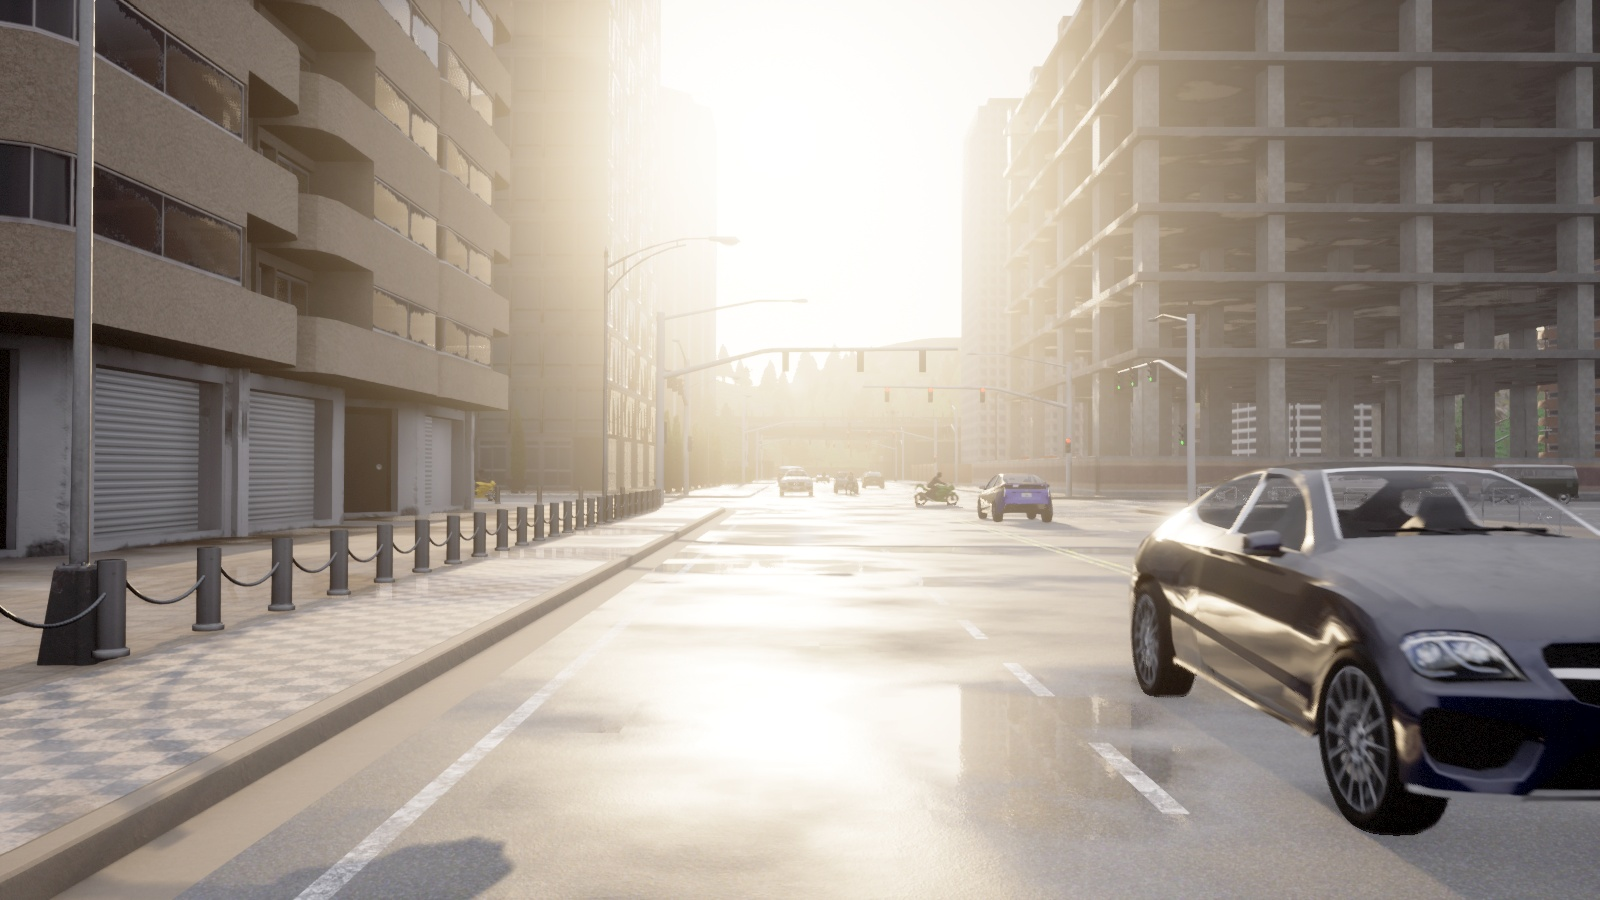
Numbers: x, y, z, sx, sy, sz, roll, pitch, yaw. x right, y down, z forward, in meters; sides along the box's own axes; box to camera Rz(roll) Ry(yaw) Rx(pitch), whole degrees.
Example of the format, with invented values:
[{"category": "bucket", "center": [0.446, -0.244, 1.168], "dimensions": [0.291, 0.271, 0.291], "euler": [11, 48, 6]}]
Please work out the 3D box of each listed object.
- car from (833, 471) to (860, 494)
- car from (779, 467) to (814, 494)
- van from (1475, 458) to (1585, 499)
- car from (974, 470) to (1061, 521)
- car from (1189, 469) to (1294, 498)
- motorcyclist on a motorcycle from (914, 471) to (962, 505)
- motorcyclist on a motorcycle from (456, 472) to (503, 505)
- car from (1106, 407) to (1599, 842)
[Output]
[{"category": "car", "center": [3.265, 2.267, 88.743], "dimensions": [1.789, 1.549, 3.705], "euler": [0, -1, 0]}, {"category": "car", "center": [-0.211, 1.928, 79.617], "dimensions": [2.152, 1.651, 5.027], "euler": [0, -1, 0]}, {"category": "van", "center": [36.441, 1.418, 62.785], "dimensions": [4.442, 1.987, 1.775], "euler": [0, -1, 0]}, {"category": "car", "center": [6.893, 1.409, 40.286], "dimensions": [2.007, 1.525, 4.514], "euler": [0, -1, 0]}, {"category": "car", "center": [23.227, 1.780, 66.199], "dimensions": [4.892, 1.490, 1.837], "euler": [0, -1, 0]}, {"category": "motorcyclist on a motorcycle", "center": [6.086, 1.674, 55.484], "dimensions": [2.044, 1.523, 0.797], "euler": [0, -1, -1]}, {"category": "motorcyclist on a motorcycle", "center": [-14.942, 1.783, 58.592], "dimensions": [2.044, 1.523, 0.797], "euler": [0, -1, -4]}, {"category": "car", "center": [3.479, 0.702, 7.294], "dimensions": [2.152, 1.651, 5.027], "euler": [0, -1, 0]}]
